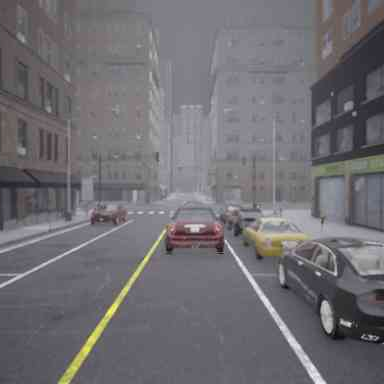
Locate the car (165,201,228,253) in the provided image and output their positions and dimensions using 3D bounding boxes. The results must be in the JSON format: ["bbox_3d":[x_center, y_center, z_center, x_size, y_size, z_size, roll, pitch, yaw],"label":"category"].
[{"bbox_3d":[0.100,1.302,13.518,2.097,1.767,4.553,0,0,0],"label":"car"}]

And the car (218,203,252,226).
[{"bbox_3d":[2.869,1.494,23.103,1.802,1.307,4.206,-1,0,0],"label":"car"}]

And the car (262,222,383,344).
[{"bbox_3d":[2.865,1.527,6.345,2.008,1.369,4.403,-1,0,0],"label":"car"}]

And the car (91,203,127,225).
[{"bbox_3d":[-5.677,1.457,23.101,1.887,1.381,4.507,-1,0,0],"label":"car"}]

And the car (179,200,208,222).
[{"bbox_3d":[0.101,1.447,26.266,2.033,1.411,5.357,0,0,0],"label":"car"}]

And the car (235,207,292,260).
[{"bbox_3d":[2.866,1.480,12.101,1.752,1.417,4.829,-1,0,0],"label":"car"}]

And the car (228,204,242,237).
[{"bbox_3d":[2.868,1.500,17.517,1.947,1.339,4.313,-1,0,0],"label":"car"}]
